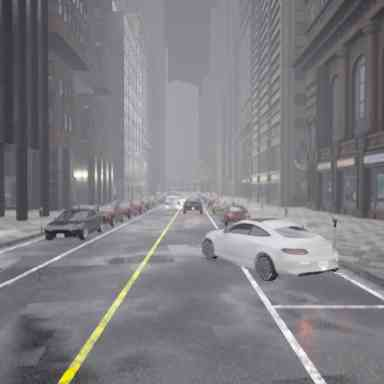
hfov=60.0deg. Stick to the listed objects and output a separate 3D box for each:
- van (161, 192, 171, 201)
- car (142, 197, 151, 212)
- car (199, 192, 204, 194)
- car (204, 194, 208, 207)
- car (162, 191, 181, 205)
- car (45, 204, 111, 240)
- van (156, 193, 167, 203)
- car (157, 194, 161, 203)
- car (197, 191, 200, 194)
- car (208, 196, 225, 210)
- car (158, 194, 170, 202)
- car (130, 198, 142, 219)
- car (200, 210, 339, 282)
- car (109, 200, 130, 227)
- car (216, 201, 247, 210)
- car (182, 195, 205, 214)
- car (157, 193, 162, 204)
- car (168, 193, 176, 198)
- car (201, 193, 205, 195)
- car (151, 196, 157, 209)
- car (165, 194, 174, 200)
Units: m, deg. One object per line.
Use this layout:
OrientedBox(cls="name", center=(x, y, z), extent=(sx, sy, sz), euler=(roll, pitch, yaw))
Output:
OrientedBox(cls="van", center=(-5.652, 1.007, 72.747), extent=(1.690, 1.788, 3.998), euler=(-1, 0, 0))
OrientedBox(cls="car", center=(-5.665, 1.408, 33.376), extent=(1.887, 1.381, 4.507), euler=(-1, 0, 0))
OrientedBox(cls="car", center=(2.876, 1.211, 72.748), extent=(1.887, 1.381, 4.507), euler=(-1, 0, 0))
OrientedBox(cls="car", center=(2.865, 1.361, 44.627), extent=(2.008, 1.369, 4.403), euler=(-1, 0, 0))
OrientedBox(cls="car", center=(-3.026, 0.995, 52.634), extent=(2.150, 2.045, 5.566), euler=(0, 0, 0))
OrientedBox(cls="car", center=(-5.670, 1.501, 16.500), extent=(1.947, 1.339, 4.313), euler=(-1, 0, 0))
OrientedBox(cls="van", center=(-5.656, 1.067, 61.497), extent=(1.690, 1.788, 3.998), euler=(-1, 0, 0))
OrientedBox(cls="car", center=(-5.660, 1.362, 44.624), extent=(2.008, 1.369, 4.403), euler=(-1, 0, 0))
OrientedBox(cls="car", center=(2.877, 1.075, 78.372), extent=(1.967, 1.590, 4.097), euler=(-1, 0, 0))
OrientedBox(cls="car", center=(2.861, 1.388, 33.548), extent=(1.752, 1.417, 4.829), euler=(-1, 0, 0))
OrientedBox(cls="car", center=(-5.653, 1.137, 67.123), extent=(1.967, 1.590, 4.097), euler=(-1, 0, 0))
OrientedBox(cls="car", center=(-5.667, 1.433, 27.751), extent=(1.887, 1.381, 4.507), euler=(-1, 0, 0))
OrientedBox(cls="car", center=(2.013, 1.487, 9.740), extent=(1.812, 1.442, 4.674), euler=(0, 0, -26))
OrientedBox(cls="car", center=(-5.669, 1.457, 22.126), extent=(1.887, 1.381, 4.507), euler=(-1, 0, 0))
OrientedBox(cls="car", center=(2.857, 1.494, 22.129), extent=(1.802, 1.307, 4.206), euler=(-1, 0, 0))
OrientedBox(cls="car", center=(0.103, 1.361, 33.639), extent=(1.837, 1.490, 4.892), euler=(0, -2, 0))
OrientedBox(cls="car", center=(-5.656, 1.306, 55.874), extent=(2.008, 1.369, 4.403), euler=(-1, 0, 0))
OrientedBox(cls="car", center=(-5.641, 1.101, 95.247), extent=(1.947, 1.339, 4.313), euler=(-1, 0, 0))
OrientedBox(cls="car", center=(2.869, 1.300, 55.875), extent=(1.887, 1.381, 4.507), euler=(-1, 0, 0))
OrientedBox(cls="car", center=(-5.662, 1.382, 39.000), extent=(1.887, 1.381, 4.507), euler=(-1, 0, 0))
OrientedBox(cls="car", center=(-5.645, 1.184, 83.997), extent=(1.802, 1.307, 4.206), euler=(-1, 0, 0))
